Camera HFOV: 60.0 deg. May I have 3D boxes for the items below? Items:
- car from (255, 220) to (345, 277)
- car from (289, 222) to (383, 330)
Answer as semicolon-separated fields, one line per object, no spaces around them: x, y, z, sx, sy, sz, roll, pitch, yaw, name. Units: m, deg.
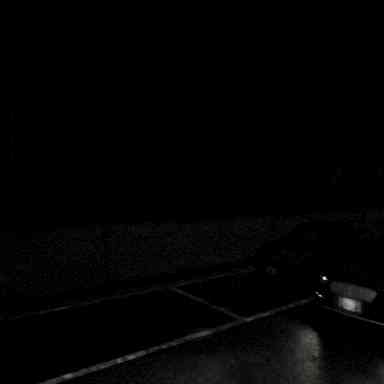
3.688;1.504;9.276;4.313;1.339;1.947;-1;0;-35;car
4.399;1.437;6.514;4.902;1.511;2.128;-1;0;-35;car
